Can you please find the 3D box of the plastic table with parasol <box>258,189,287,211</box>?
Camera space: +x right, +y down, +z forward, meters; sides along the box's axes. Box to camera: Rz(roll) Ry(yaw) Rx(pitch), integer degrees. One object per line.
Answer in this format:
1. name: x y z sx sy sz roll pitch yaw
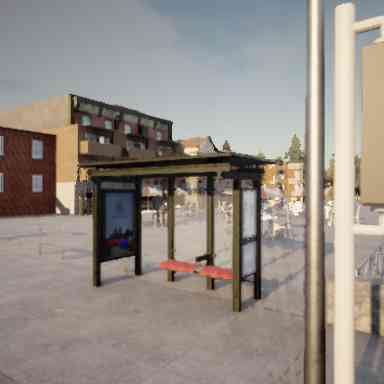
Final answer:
1. plastic table with parasol: 9.425 0.887 38.826 2.482 2.480 2.482 0 0 36
